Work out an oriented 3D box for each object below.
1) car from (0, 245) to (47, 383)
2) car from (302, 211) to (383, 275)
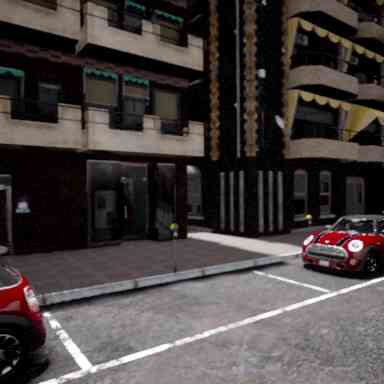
[{"bbox_3d":[-3.969,1.440,3.722,4.097,1.590,1.967,0,-1,-36],"label":"car"},{"bbox_3d":[5.261,1.442,10.336,4.097,1.590,1.967,0,-1,-36],"label":"car"}]
